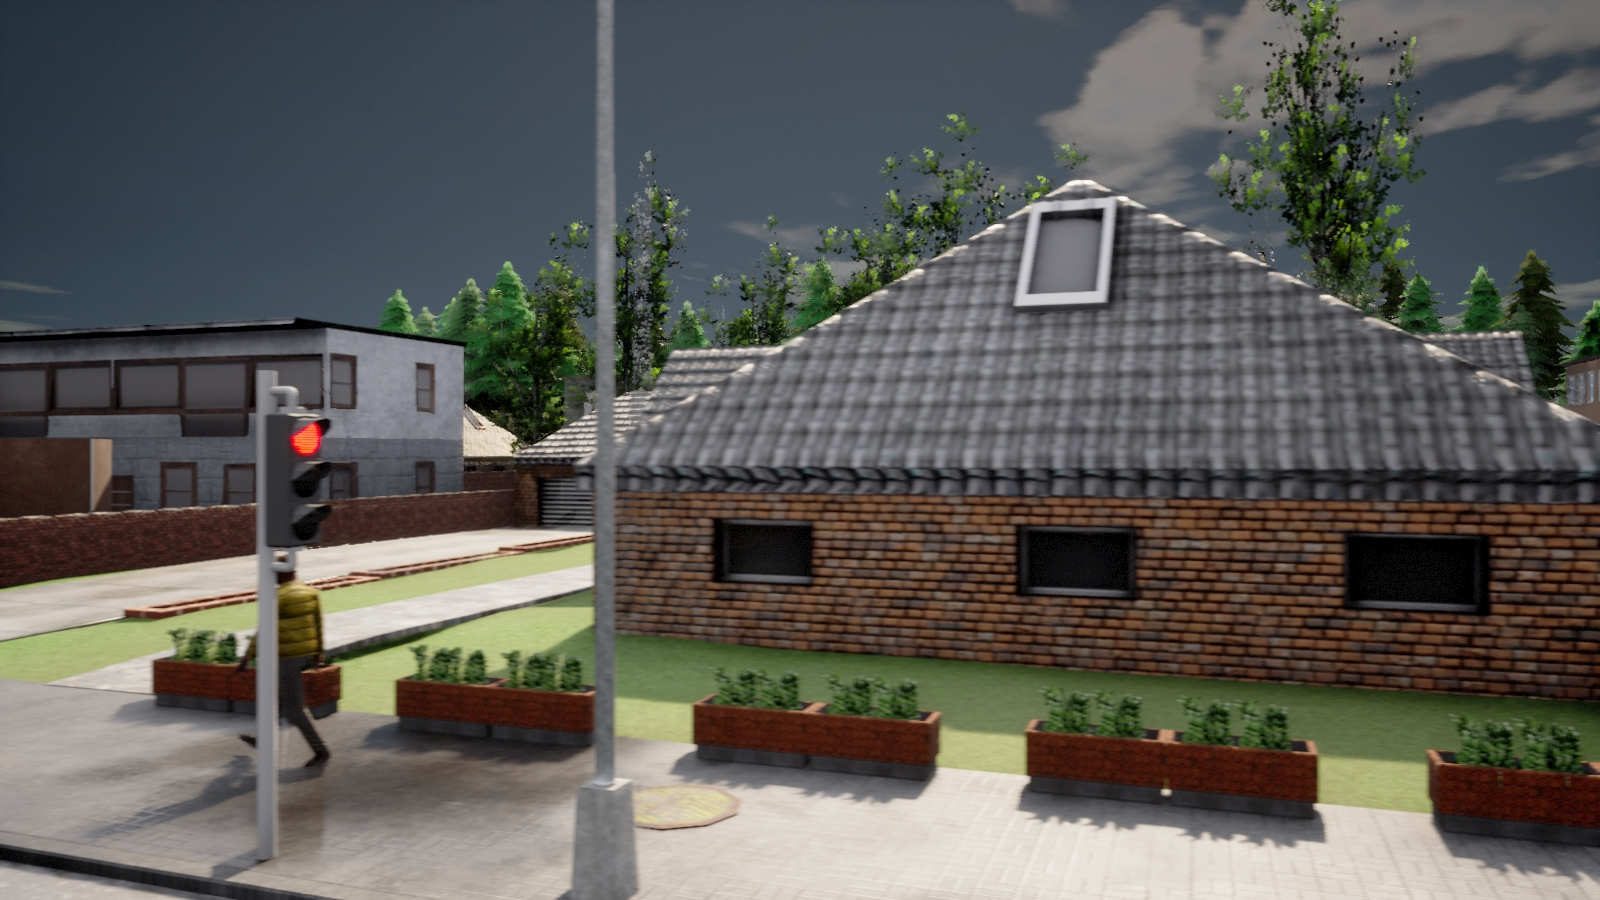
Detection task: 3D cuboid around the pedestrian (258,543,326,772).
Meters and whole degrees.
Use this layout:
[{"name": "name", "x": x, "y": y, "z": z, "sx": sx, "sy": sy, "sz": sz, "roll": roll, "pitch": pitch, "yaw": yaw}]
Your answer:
[{"name": "pedestrian", "x": -4.319, "y": 1.744, "z": 9.717, "sx": 0.375, "sy": 1.860, "sz": 0.375, "roll": 0, "pitch": 0, "yaw": 21}]
